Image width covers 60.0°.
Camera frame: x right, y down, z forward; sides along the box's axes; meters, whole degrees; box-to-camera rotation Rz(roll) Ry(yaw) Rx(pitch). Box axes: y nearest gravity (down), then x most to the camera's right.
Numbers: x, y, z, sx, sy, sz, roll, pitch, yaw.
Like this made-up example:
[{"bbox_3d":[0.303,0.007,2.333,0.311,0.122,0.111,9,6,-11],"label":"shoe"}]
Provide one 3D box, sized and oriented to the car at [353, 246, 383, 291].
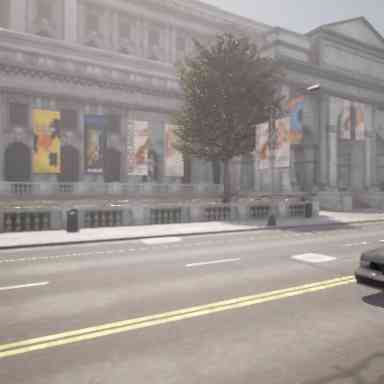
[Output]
[{"bbox_3d":[6.078,1.545,7.650,5.357,1.411,2.033,0,0,-29],"label":"car"}]
